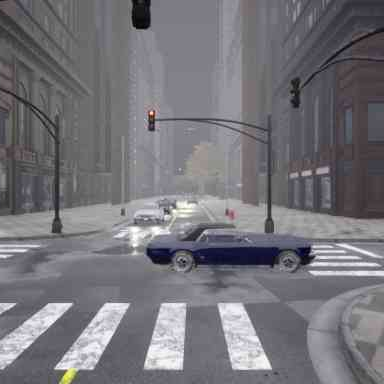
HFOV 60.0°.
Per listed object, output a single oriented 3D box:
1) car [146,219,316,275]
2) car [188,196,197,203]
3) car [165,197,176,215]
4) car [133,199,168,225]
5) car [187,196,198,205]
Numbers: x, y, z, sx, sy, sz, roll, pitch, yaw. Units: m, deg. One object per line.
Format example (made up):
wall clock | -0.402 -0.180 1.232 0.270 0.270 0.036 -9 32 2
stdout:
car | 1.093 1.603 9.915 4.718 1.301 1.895 0 0 0
car | 0.152 1.574 69.729 1.812 1.442 4.674 0 0 0
car | -3.075 1.552 34.873 2.033 1.411 5.357 0 0 0
car | -3.082 1.526 24.463 1.812 1.442 4.674 0 0 0
car | 0.133 1.582 59.379 2.033 1.411 5.357 0 0 0
